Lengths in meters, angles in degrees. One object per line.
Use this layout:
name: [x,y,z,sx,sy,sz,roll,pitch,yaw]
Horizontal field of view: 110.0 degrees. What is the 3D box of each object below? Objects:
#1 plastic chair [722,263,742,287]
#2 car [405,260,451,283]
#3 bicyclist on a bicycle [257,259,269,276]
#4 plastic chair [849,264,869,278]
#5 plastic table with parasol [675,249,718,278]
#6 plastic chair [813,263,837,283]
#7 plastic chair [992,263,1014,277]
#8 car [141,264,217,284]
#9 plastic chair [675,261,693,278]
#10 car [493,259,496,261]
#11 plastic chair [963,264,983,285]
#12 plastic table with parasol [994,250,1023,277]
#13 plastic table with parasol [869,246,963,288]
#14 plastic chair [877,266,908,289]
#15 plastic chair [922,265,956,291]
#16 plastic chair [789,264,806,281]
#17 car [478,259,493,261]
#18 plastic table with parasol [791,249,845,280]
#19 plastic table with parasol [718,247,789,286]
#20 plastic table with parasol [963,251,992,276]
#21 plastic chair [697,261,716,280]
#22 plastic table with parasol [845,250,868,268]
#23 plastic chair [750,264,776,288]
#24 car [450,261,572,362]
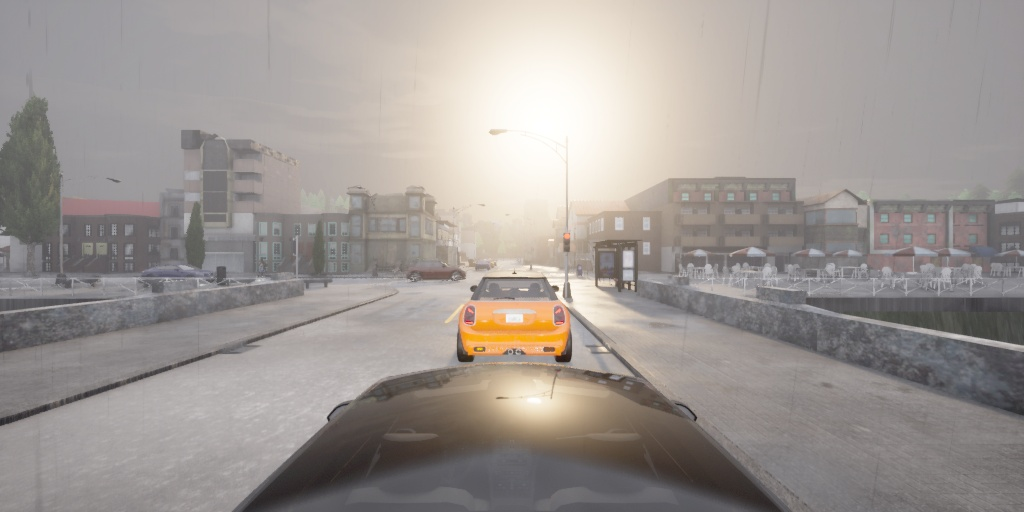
plastic chair: [13.903,1.279,22.811,0.730,1.272,0.750,0,0,0]
car: [-5.928,1.101,27.853,4.553,1.767,2.097,0,0,-20]
bicyclist on a bicycle: [-24.013,1.099,34.562,0.582,1.620,1.656,0,0,0]
plastic chair: [29.906,1.279,30.805,0.750,1.272,0.730,0,0,0]
plastic table with parasol: [15.926,0.675,30.490,2.482,2.480,2.482,0,0,0]
plastic chair: [22.804,1.279,26.108,0.750,1.272,0.730,0,0,0]
plastic chair: [45.507,1.279,33.301,0.730,1.272,0.750,0,0,0]
car: [-24.219,1.276,26.165,4.674,1.442,1.812,0,0,0]
plastic chair: [14.706,1.279,30.610,0.730,1.272,0.750,0,0,0]
car: [-4.068,1.228,60.682,1.882,1.535,5.008,0,0,0]
plastic chair: [30.504,1.279,23.805,0.750,1.272,0.730,0,0,0]
plastic table with parasol: [46.707,0.675,33.180,2.482,2.480,2.482,0,0,0]
plastic table with parasol: [23.803,0.675,21.257,2.482,2.480,2.482,0,0,0]
plastic chair: [22.603,1.279,21.308,0.730,1.272,0.750,0,0,0]
plastic chair: [23.702,1.279,19.907,0.750,1.272,0.730,0,0,0]
plastic chair: [21.705,1.279,27.508,0.730,1.272,0.750,0,0,0]
car: [-4.088,1.228,51.032,1.882,1.535,5.008,0,0,0]
plastic table with parasol: [22.905,0.675,27.458,2.482,2.480,2.482,0,0,0]
plastic table with parasol: [15.173,0.675,22.670,2.482,2.480,2.482,0,0,0]
plastic table with parasol: [30.514,0.675,25.085,2.482,2.480,2.482,0,0,0]
plastic chair: [15.805,1.279,29.210,0.750,1.272,0.730,0,0,0]
plastic table with parasol: [30.236,0.675,32.175,2.482,2.480,2.482,0,0,0]
plastic chair: [15.003,1.279,21.410,0.750,1.272,0.730,0,0,0]
car: [0.062,1.102,8.353,2.097,1.767,4.553,0,0,1]
